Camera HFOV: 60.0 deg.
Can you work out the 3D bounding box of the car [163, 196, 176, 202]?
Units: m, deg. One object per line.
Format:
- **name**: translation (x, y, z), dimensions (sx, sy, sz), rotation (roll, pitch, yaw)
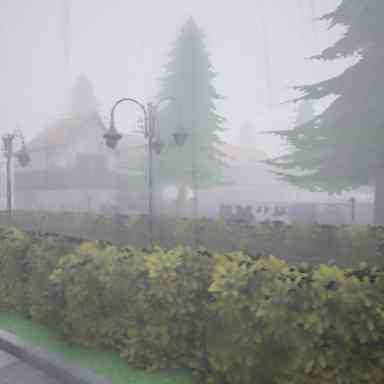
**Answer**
- **car**: translation (-5.325, 1.821, 62.667), dimensions (5.566, 2.045, 2.150), rotation (0, -1, -44)
